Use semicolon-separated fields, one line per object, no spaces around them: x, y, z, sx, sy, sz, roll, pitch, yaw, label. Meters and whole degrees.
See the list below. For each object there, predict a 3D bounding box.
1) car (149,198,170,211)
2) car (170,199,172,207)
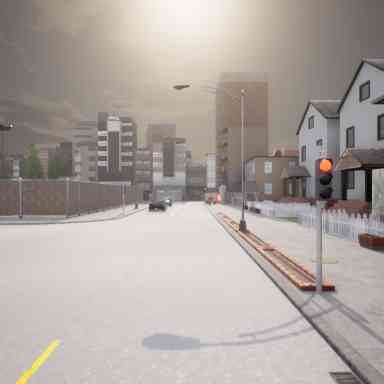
-4.120;1.601;40.546;1.895;1.301;4.718;0;0;0;car
-4.113;1.564;50.746;1.994;1.385;4.181;0;0;0;car
